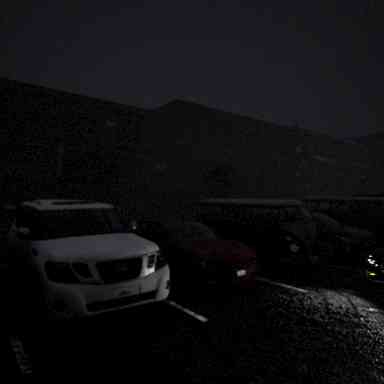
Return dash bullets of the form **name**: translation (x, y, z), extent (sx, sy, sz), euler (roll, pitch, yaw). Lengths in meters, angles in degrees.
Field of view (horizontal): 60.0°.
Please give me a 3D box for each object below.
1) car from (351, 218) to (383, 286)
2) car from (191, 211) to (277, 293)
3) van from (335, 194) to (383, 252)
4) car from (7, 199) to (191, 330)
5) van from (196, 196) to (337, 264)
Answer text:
- **car**: translation (6.114, 1.444, 8.037), extent (4.892, 1.490, 1.837), euler (-1, 0, -35)
- **car**: translation (-0.401, 1.449, 9.109), extent (2.097, 1.535, 5.008), euler (0, 0, -35)
- **van**: translation (6.385, 1.170, 14.076), extent (1.878, 1.987, 4.442), euler (0, 0, -35)
- **car**: translation (-2.666, 1.216, 7.453), extent (2.435, 2.045, 5.566), euler (0, 0, -35)
- **van**: translation (1.952, 1.206, 10.635), extent (1.878, 1.987, 4.442), euler (0, 0, -35)
